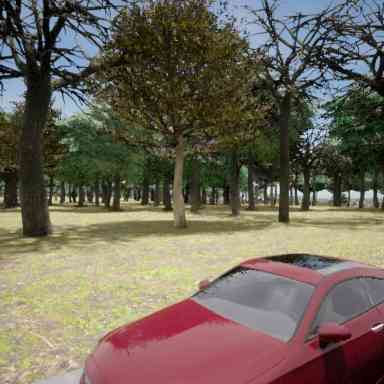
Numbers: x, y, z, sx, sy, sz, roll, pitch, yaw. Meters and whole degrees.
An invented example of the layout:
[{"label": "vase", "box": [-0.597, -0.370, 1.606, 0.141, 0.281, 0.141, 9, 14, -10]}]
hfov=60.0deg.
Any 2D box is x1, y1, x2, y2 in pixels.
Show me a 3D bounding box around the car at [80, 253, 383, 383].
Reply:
[{"label": "car", "box": [1.131, 1.529, 3.873, 4.674, 1.442, 1.812, 0, 0, -35]}]
